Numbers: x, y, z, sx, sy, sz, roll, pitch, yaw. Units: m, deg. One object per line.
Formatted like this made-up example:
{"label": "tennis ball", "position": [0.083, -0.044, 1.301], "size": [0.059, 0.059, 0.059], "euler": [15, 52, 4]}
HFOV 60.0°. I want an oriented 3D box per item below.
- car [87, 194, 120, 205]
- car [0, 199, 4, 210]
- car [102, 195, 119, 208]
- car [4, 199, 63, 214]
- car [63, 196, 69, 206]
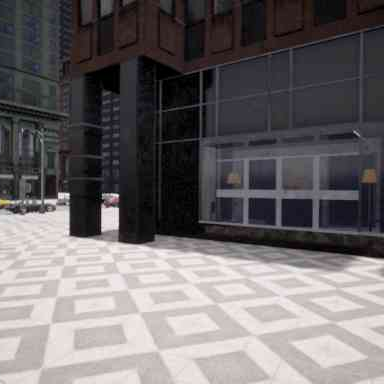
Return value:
{"label": "car", "position": [-12.906, 1.063, 48.707], "size": [1.947, 1.339, 4.313], "euler": [2, 2, 36]}
{"label": "car", "position": [-18.093, 1.403, 26.825], "size": [1.947, 1.339, 4.313], "euler": [2, 2, 36]}
{"label": "car", "position": [-8.698, 1.229, 39.942], "size": [1.802, 1.307, 4.206], "euler": [2, 2, 36]}
{"label": "car", "position": [-14.961, 1.327, 31.197], "size": [2.008, 1.369, 4.403], "euler": [2, 2, 36]}
{"label": "car", "position": [-15.935, 1.113, 44.478], "size": [2.008, 1.369, 4.403], "euler": [2, 2, 36]}
